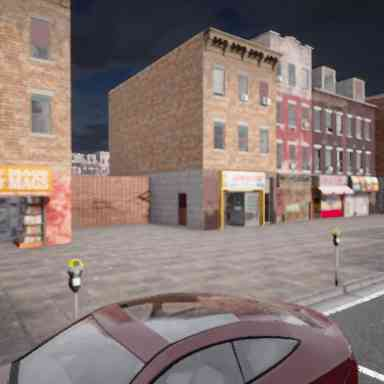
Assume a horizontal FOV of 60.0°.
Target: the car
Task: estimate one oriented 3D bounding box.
[{"bbox_3d":[-0.357,1.577,2.554,4.206,1.307,1.802,0,0,-35],"label":"car"}]
